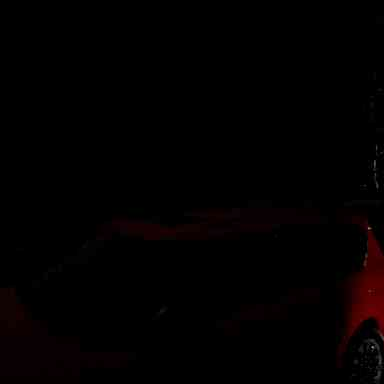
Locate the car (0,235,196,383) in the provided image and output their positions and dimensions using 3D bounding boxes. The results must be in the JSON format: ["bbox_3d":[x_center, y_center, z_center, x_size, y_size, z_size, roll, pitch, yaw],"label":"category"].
[{"bbox_3d":[-2.263,1.567,4.942,4.313,1.339,1.947,0,0,-35],"label":"car"}]

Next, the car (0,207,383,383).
[{"bbox_3d":[-0.095,1.224,3.295,5.566,2.045,2.150,0,0,-36],"label":"car"}]
